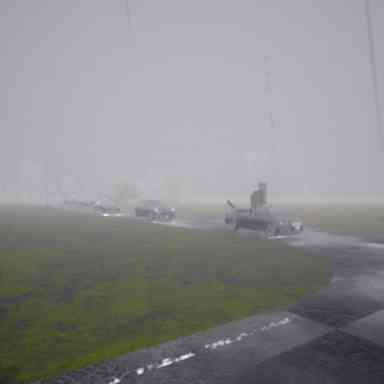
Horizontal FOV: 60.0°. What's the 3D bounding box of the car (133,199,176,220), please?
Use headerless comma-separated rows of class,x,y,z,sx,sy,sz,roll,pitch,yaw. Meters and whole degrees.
car,-3.289,1.426,28.623,2.097,1.767,4.553,0,0,-35

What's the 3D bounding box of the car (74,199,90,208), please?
car,-16.588,1.761,52.714,1.895,1.301,4.718,0,0,-35

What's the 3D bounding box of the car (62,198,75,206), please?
car,-22.265,1.750,60.807,2.033,1.411,5.357,0,0,-35

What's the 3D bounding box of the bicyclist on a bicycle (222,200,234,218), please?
bicyclist on a bicycle,3.325,1.522,29.590,1.656,1.620,0.582,0,0,-35

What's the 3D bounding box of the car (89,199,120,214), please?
car,-9.780,1.634,37.888,1.812,1.442,4.674,0,0,-35

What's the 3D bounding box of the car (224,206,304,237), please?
car,3.831,1.532,18.469,2.128,1.511,4.902,0,0,-35
